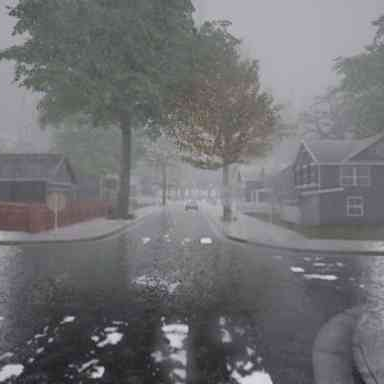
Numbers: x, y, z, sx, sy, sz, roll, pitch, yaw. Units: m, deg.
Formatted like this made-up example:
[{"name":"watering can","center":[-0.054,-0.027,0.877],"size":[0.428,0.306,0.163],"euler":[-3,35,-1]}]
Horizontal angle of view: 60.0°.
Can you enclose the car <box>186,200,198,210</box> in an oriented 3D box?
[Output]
[{"name":"car","center":[-0.047,2.242,54.559],"size":[1.994,1.385,4.181],"euler":[0,-1,0]}]

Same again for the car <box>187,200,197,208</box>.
[{"name":"car","center":[-0.056,2.327,64.564],"size":[1.812,1.442,4.674],"euler":[0,-1,0]}]
